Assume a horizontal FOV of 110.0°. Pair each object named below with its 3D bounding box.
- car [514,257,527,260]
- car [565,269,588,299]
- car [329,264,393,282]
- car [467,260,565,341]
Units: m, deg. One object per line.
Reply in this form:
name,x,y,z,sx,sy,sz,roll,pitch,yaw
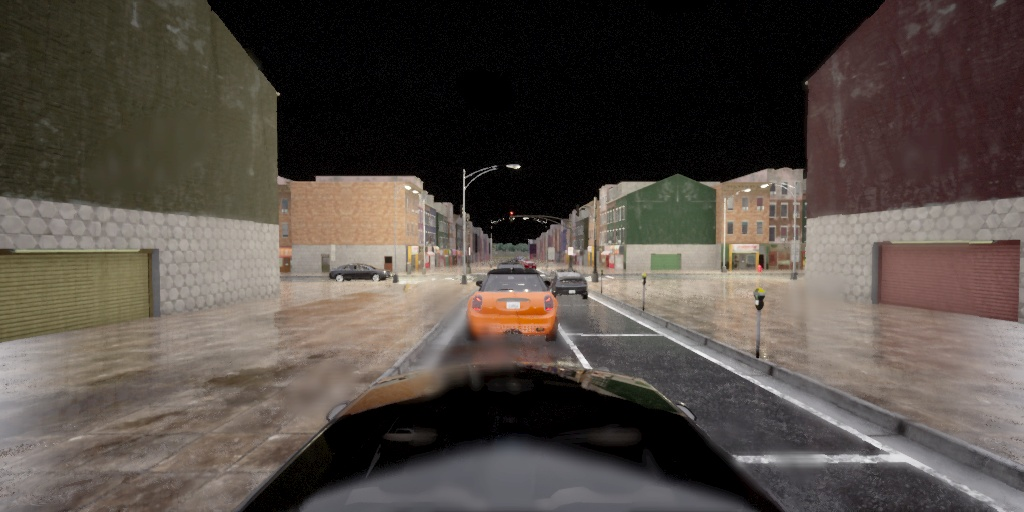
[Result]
car,-0.064,1.099,19.864,2.097,1.767,4.553,0,0,0
car,2.582,1.297,17.546,2.007,1.370,4.403,0,0,0
car,-12.336,1.366,29.421,4.892,1.490,1.837,0,1,-2
car,0.037,1.100,9.973,2.097,1.767,4.553,0,0,0
